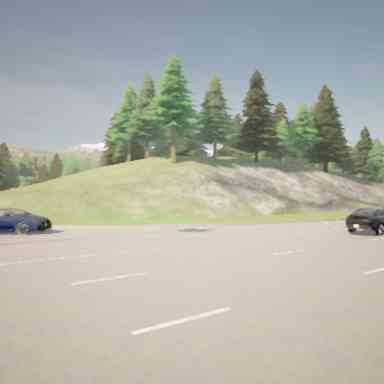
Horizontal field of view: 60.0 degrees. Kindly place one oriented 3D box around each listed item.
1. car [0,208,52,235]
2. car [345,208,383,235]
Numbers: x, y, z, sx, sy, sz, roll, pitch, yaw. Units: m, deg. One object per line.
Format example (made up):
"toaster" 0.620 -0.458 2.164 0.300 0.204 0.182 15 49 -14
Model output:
"car" -10.069 1.587 18.453 4.181 1.385 1.994 0 0 3
"car" 11.389 1.733 20.477 4.892 1.490 1.837 1 0 -36
